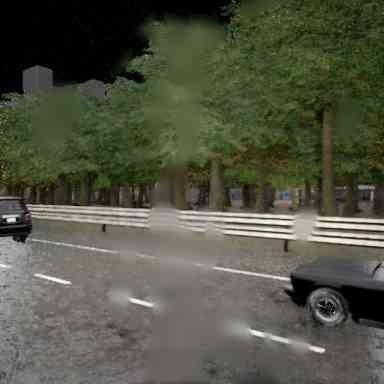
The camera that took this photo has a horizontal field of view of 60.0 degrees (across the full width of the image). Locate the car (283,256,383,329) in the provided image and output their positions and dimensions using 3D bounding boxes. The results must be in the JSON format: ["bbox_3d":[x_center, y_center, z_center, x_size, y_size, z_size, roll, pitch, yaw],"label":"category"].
[{"bbox_3d":[3.986,1.601,5.324,4.718,1.301,1.895,0,0,36],"label":"car"}]

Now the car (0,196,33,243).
[{"bbox_3d":[-9.391,1.220,14.887,5.566,2.045,2.150,0,0,36],"label":"car"}]
